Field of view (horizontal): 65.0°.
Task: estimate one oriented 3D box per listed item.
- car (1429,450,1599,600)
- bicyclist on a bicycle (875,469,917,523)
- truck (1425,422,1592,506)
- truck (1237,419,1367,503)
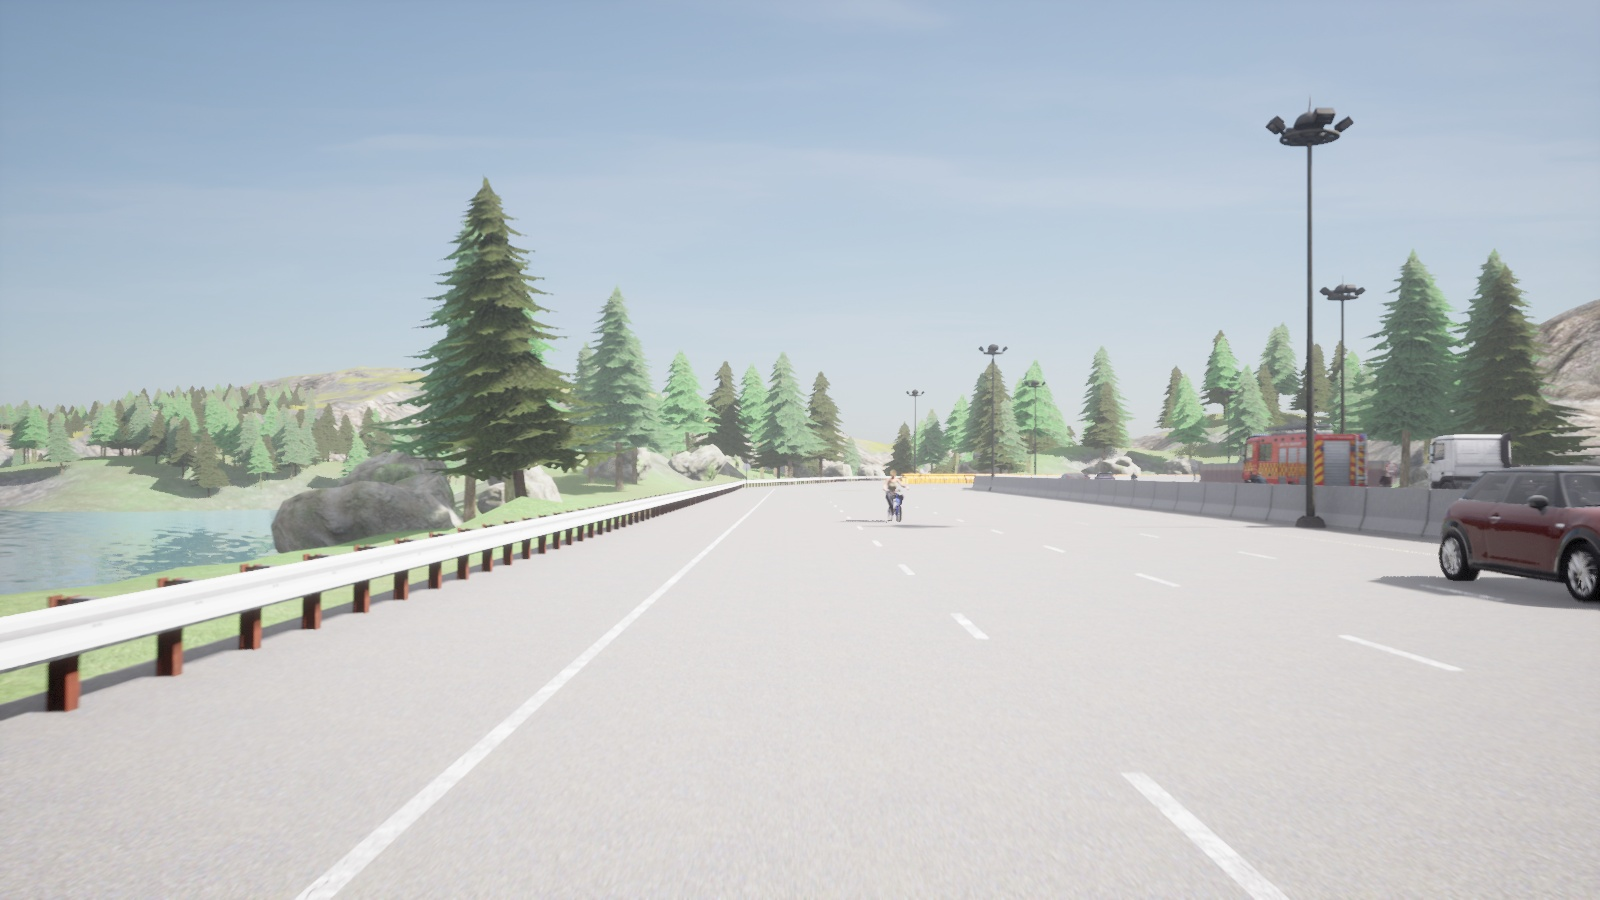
[{"bbox_3d":[10.461,0.907,16.489,2.097,1.767,4.553,0,-1,0],"label":"car"},{"bbox_3d":[2.929,1.383,38.450,0.866,1.612,1.509,-1,-1,-11],"label":"bicyclist on a bicycle"},{"bbox_3d":[31.357,0.645,56.044,2.891,3.462,7.936,0,-1,0],"label":"truck"},{"bbox_3d":[24.332,0.581,61.406,2.891,3.827,8.468,0,-1,0],"label":"truck"}]
